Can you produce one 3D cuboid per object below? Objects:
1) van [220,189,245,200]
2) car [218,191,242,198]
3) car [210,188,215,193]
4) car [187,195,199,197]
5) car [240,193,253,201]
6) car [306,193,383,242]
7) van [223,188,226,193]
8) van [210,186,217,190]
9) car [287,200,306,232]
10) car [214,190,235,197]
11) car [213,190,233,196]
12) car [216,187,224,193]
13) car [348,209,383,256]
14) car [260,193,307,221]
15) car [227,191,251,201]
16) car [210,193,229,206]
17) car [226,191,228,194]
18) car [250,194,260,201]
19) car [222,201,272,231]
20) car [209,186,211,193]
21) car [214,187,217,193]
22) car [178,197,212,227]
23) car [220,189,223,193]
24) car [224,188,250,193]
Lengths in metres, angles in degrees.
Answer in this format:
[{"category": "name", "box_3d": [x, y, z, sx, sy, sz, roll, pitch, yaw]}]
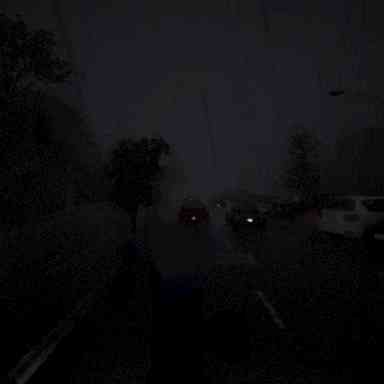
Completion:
[{"category": "van", "box_3d": [7.964, 0.444, 65.160, 4.442, 1.987, 1.878, 0, 1, -20]}, {"category": "car", "box_3d": [8.065, 0.606, 71.178, 4.674, 1.452, 2.002, 0, 1, -20]}, {"category": "car", "box_3d": [7.897, 0.377, 80.060, 5.366, 1.575, 1.946, 0, 2, -20]}, {"category": "car", "box_3d": [0.100, 1.057, 41.773, 2.128, 1.511, 4.902, 0, 1, 0]}, {"category": "car", "box_3d": [8.044, 1.192, 35.275, 4.792, 1.488, 2.163, 0, 1, -20]}, {"category": "car", "box_3d": [8.099, 1.181, 14.277, 5.566, 2.045, 2.435, 1, 0, -20]}, {"category": "van", "box_3d": [8.181, 0.593, 56.300, 4.442, 1.987, 1.878, 0, 1, -20]}, {"category": "van", "box_3d": [7.964, -0.071, 89.025, 4.442, 1.987, 1.878, 0, 2, -20]}, {"category": "car", "box_3d": [7.898, 1.402, 17.206, 5.366, 1.575, 1.946, 1, 1, -20]}, {"category": "car", "box_3d": [8.095, 0.342, 83.129, 4.792, 1.488, 2.163, 0, 1, -20]}, {"category": "car", "box_3d": [8.064, 0.274, 86.101, 4.674, 1.452, 2.002, 0, 1, -20]}, {"category": "car", "box_3d": [8.048, 0.468, 62.207, 5.566, 2.045, 2.435, 0, 1, -20]}, {"category": "car", "box_3d": [8.096, 1.481, 11.280, 4.792, 1.488, 2.163, 1, 0, -20]}, {"category": "car", "box_3d": [8.048, 1.093, 23.257, 5.566, 2.045, 2.435, 1, 1, -20]}, {"category": "car", "box_3d": [8.044, 0.994, 47.280, 4.792, 1.488, 2.163, 0, 1, -20]}, {"category": "car", "box_3d": [3.100, 1.175, 41.254, 1.895, 1.301, 4.718, 0, 1, 0]}, {"category": "car", "box_3d": [8.065, 0.956, 50.298, 4.674, 1.452, 2.002, 0, 1, -20]}, {"category": "car", "box_3d": [8.242, 1.256, 29.352, 5.366, 1.575, 1.946, 0, 1, -20]}, {"category": "car", "box_3d": [3.100, 1.457, 19.749, 1.994, 1.385, 4.181, 0, 1, 0]}, {"category": "car", "box_3d": [8.041, -0.057, 92.054, 4.553, 1.767, 2.185, 0, 2, -20]}, {"category": "car", "box_3d": [8.099, 0.369, 68.203, 5.566, 2.045, 2.435, 0, 1, -20]}, {"category": "car", "box_3d": [0.100, 1.347, 21.912, 1.882, 1.535, 5.008, 0, 1, 0]}, {"category": "car", "box_3d": [8.064, 0.770, 59.243, 4.892, 1.521, 2.231, 0, 1, -20]}, {"category": "car", "box_3d": [8.042, 0.741, 53.267, 4.553, 1.767, 2.185, 0, 1, -20]}]
